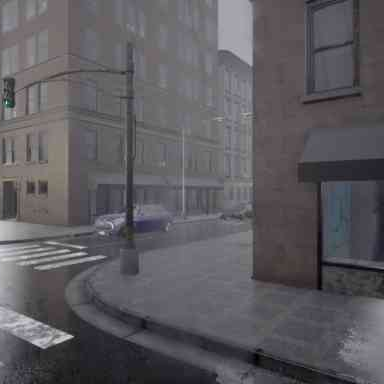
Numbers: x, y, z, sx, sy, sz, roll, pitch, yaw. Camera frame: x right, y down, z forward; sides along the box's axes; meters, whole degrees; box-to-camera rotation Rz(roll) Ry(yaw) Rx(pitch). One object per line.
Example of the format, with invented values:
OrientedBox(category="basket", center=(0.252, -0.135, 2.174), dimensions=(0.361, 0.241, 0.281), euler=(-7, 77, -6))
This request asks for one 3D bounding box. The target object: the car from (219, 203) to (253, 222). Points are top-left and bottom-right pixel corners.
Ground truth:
OrientedBox(category="car", center=(4.423, 1.699, 28.651), dimensions=(2.033, 1.411, 5.357), euler=(0, 0, 35))

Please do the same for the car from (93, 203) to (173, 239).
OrientedBox(category="car", center=(-3.095, 1.432, 18.099), dimensions=(2.097, 1.767, 4.553), euler=(0, 0, 36))
